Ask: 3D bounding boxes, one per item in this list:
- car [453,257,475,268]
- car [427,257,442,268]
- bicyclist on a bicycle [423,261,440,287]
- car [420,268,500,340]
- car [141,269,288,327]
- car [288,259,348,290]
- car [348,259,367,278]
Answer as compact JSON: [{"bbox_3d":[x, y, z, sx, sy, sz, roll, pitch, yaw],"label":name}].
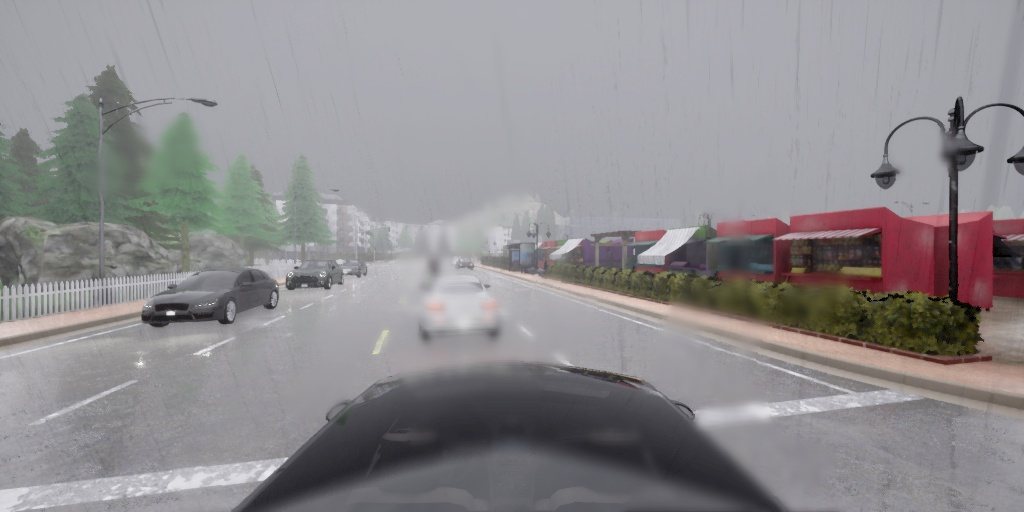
[{"bbox_3d":[-5.712,1.047,43.749,1.895,1.301,4.718,0,0,-13],"label":"car"},{"bbox_3d":[-10.959,0.898,50.798,1.837,1.490,4.892,0,0,-13],"label":"car"},{"bbox_3d":[-4.349,1.078,19.612,0.582,1.620,1.656,0,1,25],"label":"bicyclist on a bicycle"},{"bbox_3d":[-1.494,1.225,9.769,1.812,1.442,4.674,0,0,-12],"label":"car"},{"bbox_3d":[-9.210,1.190,11.466,1.837,1.490,4.892,0,0,-13],"label":"car"},{"bbox_3d":[-11.433,0.965,21.062,2.097,1.767,4.553,0,0,-13],"label":"car"},{"bbox_3d":[-13.652,1.033,30.679,2.128,1.511,4.902,0,0,-13],"label":"car"}]
